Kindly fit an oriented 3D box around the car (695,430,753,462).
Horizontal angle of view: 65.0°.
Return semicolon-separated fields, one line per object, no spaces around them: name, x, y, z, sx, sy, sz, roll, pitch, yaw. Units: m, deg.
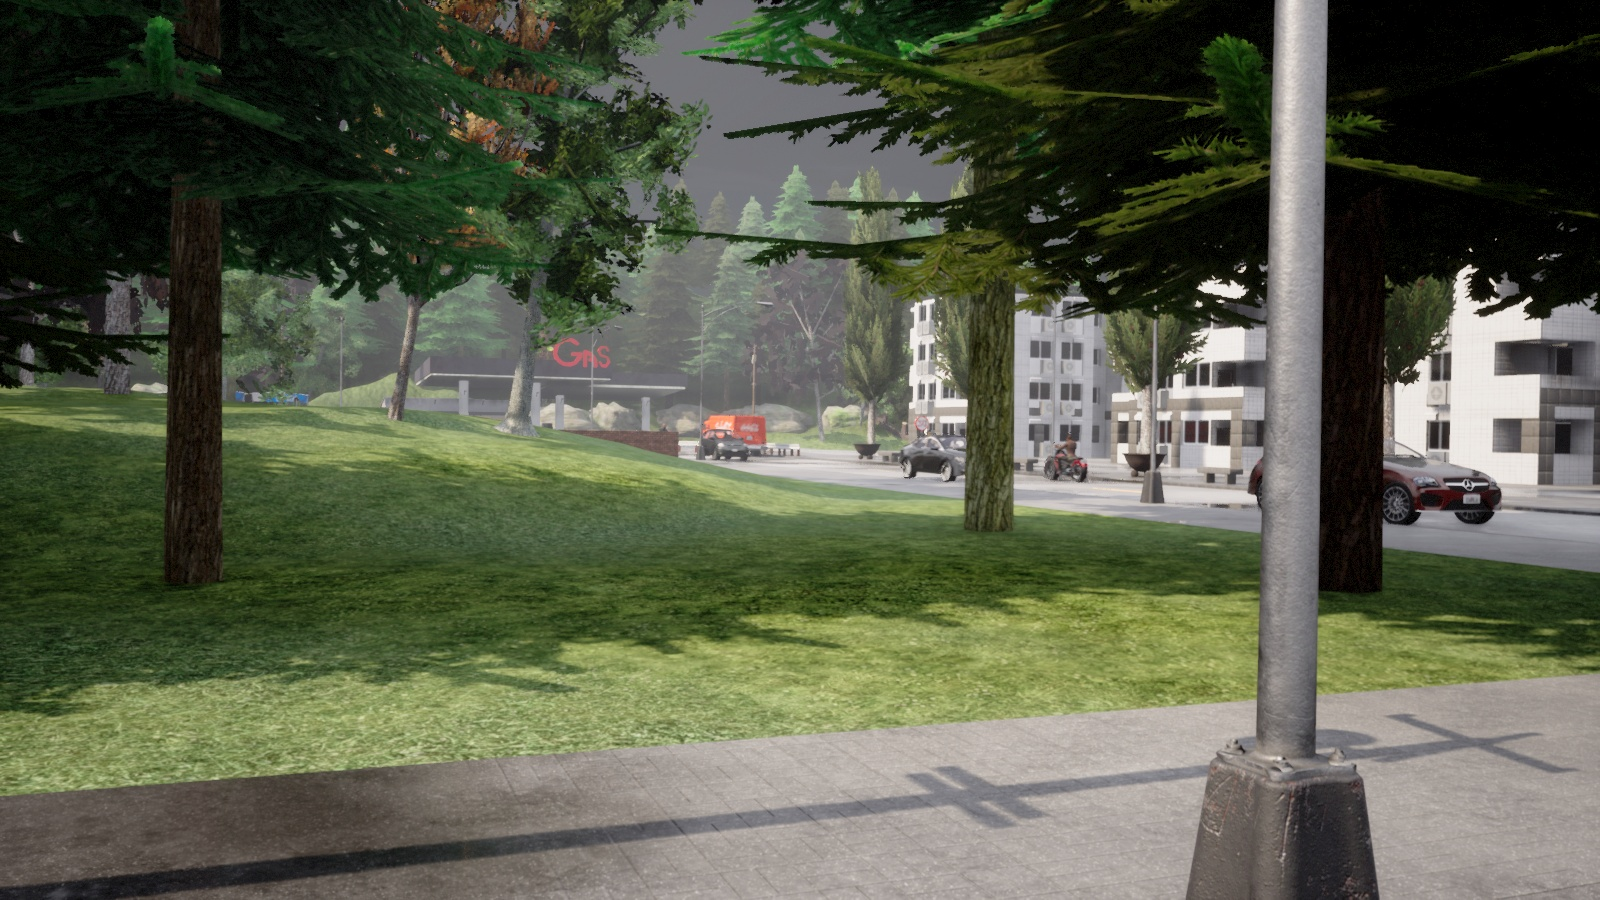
car;-3.968;-0.229;65.019;1.851;1.617;3.988;-1;1;-21

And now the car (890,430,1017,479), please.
car;4.967;0.115;41.476;2.128;1.511;4.902;-1;1;-21

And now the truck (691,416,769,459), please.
truck;-4.264;-0.768;75.728;2.627;2.467;5.204;0;1;-30

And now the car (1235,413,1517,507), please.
car;11.239;0.138;24.987;2.152;1.651;5.027;-1;1;-21

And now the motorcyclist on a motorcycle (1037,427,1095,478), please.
motorcyclist on a motorcycle;8.937;0.071;42.291;0.766;1.649;2.350;-1;1;-21
